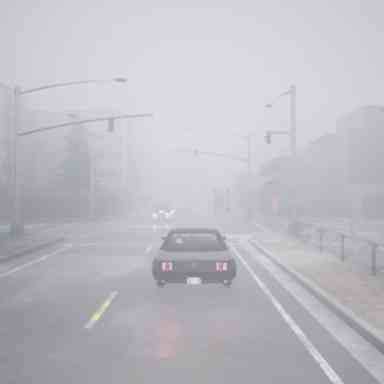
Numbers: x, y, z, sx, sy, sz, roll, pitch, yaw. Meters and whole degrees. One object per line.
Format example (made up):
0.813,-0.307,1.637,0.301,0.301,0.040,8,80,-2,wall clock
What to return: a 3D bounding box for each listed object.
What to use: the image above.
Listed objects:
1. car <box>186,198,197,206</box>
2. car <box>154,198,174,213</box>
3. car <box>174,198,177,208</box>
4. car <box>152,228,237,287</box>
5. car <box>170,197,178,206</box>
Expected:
-0.165,1.959,64.732,2.128,1.511,4.902,0,0,0,car
-3.707,1.812,42.474,1.837,1.490,4.892,0,0,0,car
-3.723,1.975,51.739,1.895,1.301,4.718,0,0,0,car
0.056,1.670,9.508,1.895,1.301,4.718,0,0,0,car
-3.709,1.799,61.909,2.097,1.767,4.553,0,0,0,car
